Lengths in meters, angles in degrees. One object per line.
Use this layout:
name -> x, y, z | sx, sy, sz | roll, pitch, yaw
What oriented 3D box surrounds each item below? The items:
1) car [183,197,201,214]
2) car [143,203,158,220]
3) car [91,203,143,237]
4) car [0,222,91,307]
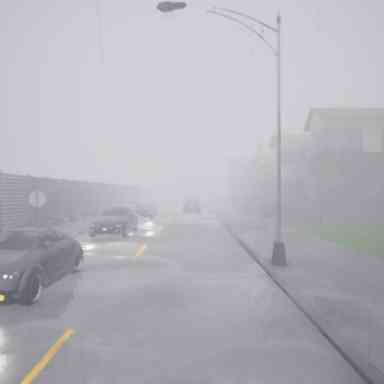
car -> -0.004, 1.581, 35.993 | 1.994, 1.385, 4.181 | 0, 0, 0
car -> -4.078, 1.614, 28.389 | 1.895, 1.301, 4.718 | 0, 0, 0
car -> -4.087, 1.514, 17.976 | 1.837, 1.490, 4.892 | 0, 0, 0
car -> -4.091, 1.568, 7.883 | 1.994, 1.385, 4.181 | 0, 0, 0
